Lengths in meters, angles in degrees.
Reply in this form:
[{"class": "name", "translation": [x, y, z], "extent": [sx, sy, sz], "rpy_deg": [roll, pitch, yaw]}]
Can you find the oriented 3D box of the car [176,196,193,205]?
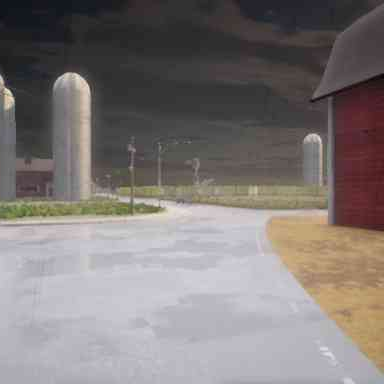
[{"class": "car", "translation": [-1.303, 1.423, 58.525], "extent": [2.128, 1.511, 4.902], "rpy_deg": [0, 0, -20]}]
